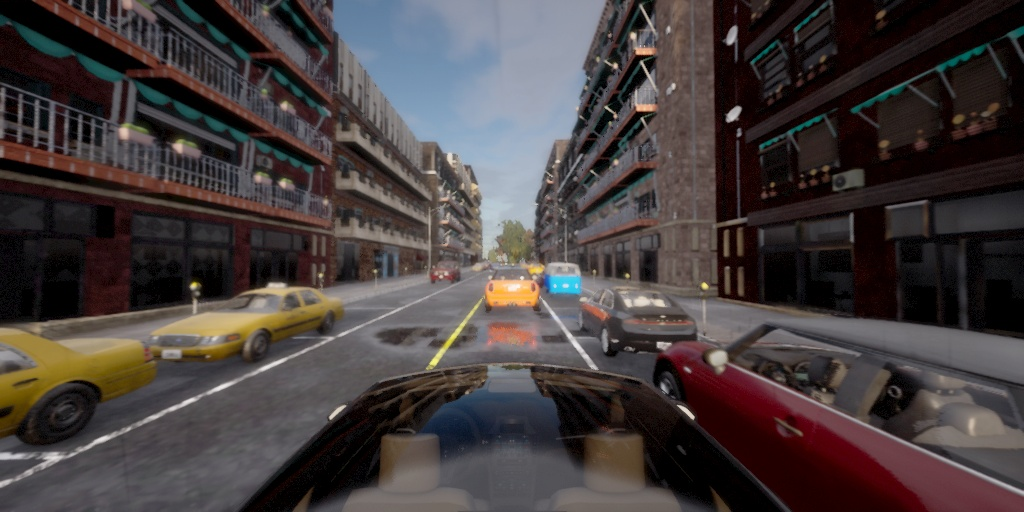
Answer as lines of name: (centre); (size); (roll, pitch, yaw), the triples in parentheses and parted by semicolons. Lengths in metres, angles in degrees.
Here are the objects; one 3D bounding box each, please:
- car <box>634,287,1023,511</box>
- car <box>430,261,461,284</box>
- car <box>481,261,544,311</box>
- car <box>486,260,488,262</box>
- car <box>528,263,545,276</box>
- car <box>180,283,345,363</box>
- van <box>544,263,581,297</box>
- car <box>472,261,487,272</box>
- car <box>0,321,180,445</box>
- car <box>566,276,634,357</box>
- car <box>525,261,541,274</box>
car: (2.691, 1.202, 2.867); (1.967, 1.591, 4.097); (0, 0, 0)
car: (-5.687, 1.381, 31.215); (2.192, 1.841, 5.009); (0, 0, 0)
car: (0.023, 1.245, 15.299); (2.097, 1.767, 4.553); (0, -1, 0)
car: (-5.684, 1.983, 65.182); (1.888, 1.381, 4.507); (0, 0, 0)
car: (3.144, 1.713, 46.760); (1.882, 1.535, 5.008); (0, -1, 0)
car: (-5.689, 1.348, 8.400); (1.751, 1.417, 4.829); (0, 0, 0)
van: (2.692, 1.284, 19.851); (1.690, 1.789, 3.998); (0, 0, 0)
car: (-5.685, 1.901, 59.352); (1.751, 1.417, 4.829); (0, 0, 0)
car: (-5.690, 1.288, 2.738); (1.751, 1.417, 4.829); (0, 0, 0)
car: (2.692, 1.372, 8.529); (2.007, 1.370, 4.403); (0, 0, 0)
car: (3.117, 1.664, 53.732); (2.097, 1.767, 4.553); (0, -1, 0)
